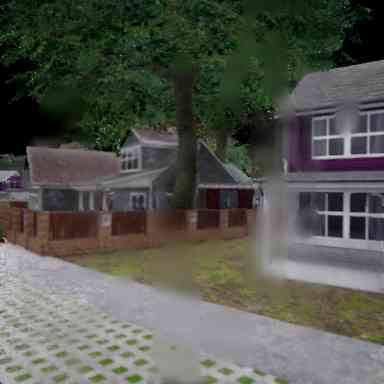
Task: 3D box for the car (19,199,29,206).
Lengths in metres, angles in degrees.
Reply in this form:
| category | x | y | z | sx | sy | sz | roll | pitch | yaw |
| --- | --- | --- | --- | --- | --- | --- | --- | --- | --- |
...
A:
| category | x | y | z | sx | sy | sz | roll | pitch | yaw |
| --- | --- | --- | --- | --- | --- | --- | --- | --- | --- |
| car | -32.166 | 2.135 | 63.761 | 2.128 | 1.511 | 4.902 | 1 | -1 | 4 |
